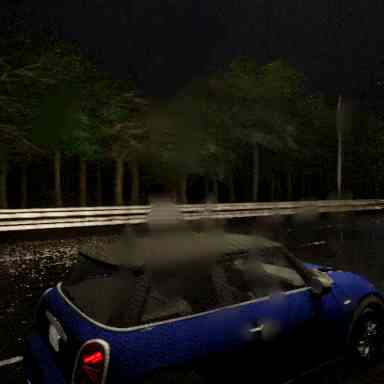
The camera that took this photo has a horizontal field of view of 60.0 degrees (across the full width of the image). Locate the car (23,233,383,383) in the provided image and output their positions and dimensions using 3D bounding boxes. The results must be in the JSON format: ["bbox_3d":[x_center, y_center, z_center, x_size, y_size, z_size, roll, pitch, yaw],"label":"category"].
[{"bbox_3d":[0.493,1.320,4.204,4.553,1.767,2.097,0,1,-36],"label":"car"}]
